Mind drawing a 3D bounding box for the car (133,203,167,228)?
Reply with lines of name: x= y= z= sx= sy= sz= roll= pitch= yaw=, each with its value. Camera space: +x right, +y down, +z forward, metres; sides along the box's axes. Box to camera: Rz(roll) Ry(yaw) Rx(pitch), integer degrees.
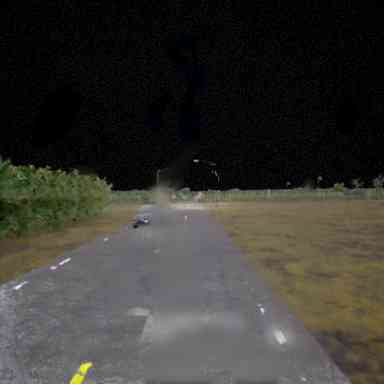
car: x=-2.750 y=1.539 z=22.368 sx=1.837 sy=1.490 sz=4.892 roll=0 pitch=0 yaw=0
